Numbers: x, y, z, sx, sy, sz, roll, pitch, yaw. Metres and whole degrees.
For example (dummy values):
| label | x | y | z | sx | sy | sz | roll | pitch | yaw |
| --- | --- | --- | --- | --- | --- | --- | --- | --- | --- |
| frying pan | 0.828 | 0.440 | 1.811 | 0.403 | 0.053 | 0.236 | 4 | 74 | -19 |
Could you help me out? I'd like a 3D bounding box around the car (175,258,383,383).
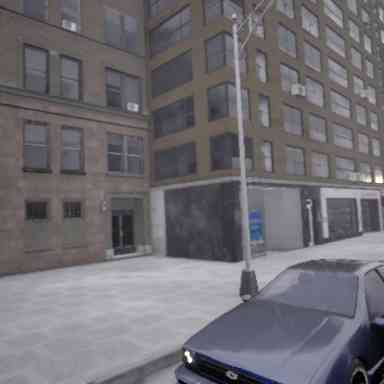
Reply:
| label | x | y | z | sx | sy | sz | roll | pitch | yaw |
| --- | --- | --- | --- | --- | --- | --- | --- | --- | --- |
| car | 2.249 | 1.810 | 5.192 | 5.357 | 1.411 | 2.033 | 1 | -5 | -44 |
